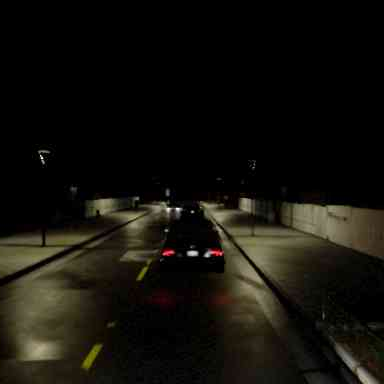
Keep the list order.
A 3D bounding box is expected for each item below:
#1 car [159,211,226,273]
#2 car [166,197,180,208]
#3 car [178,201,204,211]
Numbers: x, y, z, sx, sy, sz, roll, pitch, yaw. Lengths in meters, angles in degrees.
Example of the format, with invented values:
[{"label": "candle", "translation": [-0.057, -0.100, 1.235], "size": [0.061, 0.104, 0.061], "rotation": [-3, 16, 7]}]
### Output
[{"label": "car", "translation": [0.039, 1.581, 10.785], "size": [2.033, 1.411, 5.357], "rotation": [0, 0, 1]}, {"label": "car", "translation": [-2.862, 1.638, 51.454], "size": [1.837, 1.490, 4.892], "rotation": [0, 0, 0]}, {"label": "car", "translation": [0.056, 1.652, 30.142], "size": [1.994, 1.385, 4.181], "rotation": [0, 0, 0]}]
